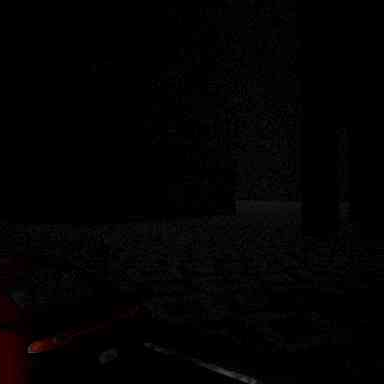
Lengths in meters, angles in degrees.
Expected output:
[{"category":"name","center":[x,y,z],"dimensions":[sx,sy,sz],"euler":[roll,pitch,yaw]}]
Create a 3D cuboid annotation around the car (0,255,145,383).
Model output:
[{"category":"car","center":[-2.686,1.595,4.771],"dimensions":[4.507,1.381,1.887],"euler":[-1,-1,36]}]
